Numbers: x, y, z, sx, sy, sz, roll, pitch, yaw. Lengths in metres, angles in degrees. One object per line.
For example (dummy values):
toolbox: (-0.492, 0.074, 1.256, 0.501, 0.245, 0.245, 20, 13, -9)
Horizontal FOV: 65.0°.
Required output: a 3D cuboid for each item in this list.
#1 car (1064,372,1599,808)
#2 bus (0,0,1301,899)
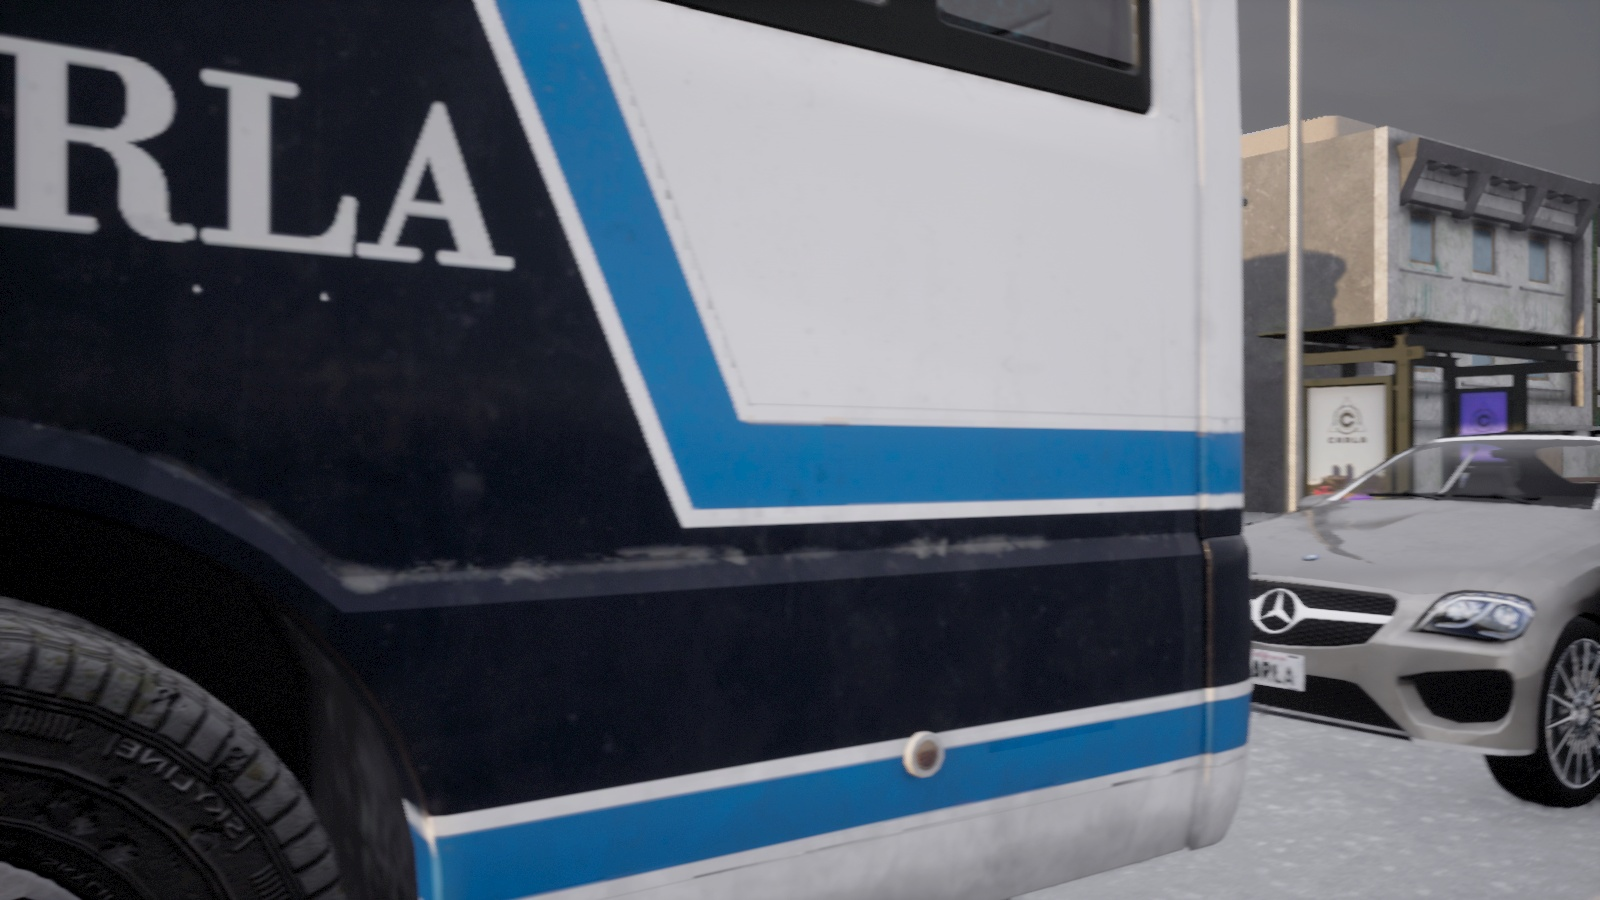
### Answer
car: (4.049, 0.533, 7.088, 5.027, 1.651, 2.152, 0, 0, -35)
bus: (-4.315, -0.619, 1.270, 10.273, 4.253, 3.944, 0, 0, -35)
